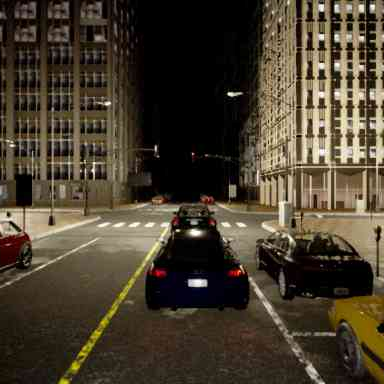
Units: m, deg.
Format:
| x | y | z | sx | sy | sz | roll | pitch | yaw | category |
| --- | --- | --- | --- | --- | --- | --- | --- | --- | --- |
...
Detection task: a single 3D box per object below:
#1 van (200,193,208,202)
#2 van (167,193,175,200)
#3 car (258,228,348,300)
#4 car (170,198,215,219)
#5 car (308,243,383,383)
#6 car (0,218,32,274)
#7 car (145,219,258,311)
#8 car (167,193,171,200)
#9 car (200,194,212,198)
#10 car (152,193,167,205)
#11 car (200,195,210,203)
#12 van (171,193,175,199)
| x | y | z | sx | sy | sz | roll | pitch | yaw | category |
| --- | --- | --- | --- | --- | --- | --- | --- | --- | --- |
| 2.637 | 1.243 | 74.479 | 1.690 | 1.788 | 3.998 | 0 | 0 | 0 | van |
| -5.755 | 1.197 | 91.533 | 1.690 | 1.788 | 3.998 | 0 | 0 | 0 | van |
| 2.685 | 1.549 | 8.166 | 2.008 | 1.369 | 4.403 | 0 | 0 | 0 | car |
| 0.086 | 1.345 | 16.454 | 2.097 | 1.767 | 4.553 | 0 | 0 | 0 | car |
| 2.689 | 1.525 | 2.668 | 1.752 | 1.417 | 4.829 | 0 | 0 | 0 | car |
| -5.695 | 1.438 | 8.158 | 1.967 | 1.590 | 4.097 | 0 | 0 | 0 | car |
| 0.096 | 1.562 | 7.821 | 1.994 | 1.385 | 4.181 | 0 | 0 | 0 | car |
| -5.764 | 1.245 | 63.107 | 2.192 | 1.841 | 5.009 | 0 | 0 | 0 | car |
| 2.745 | 1.383 | 57.427 | 1.967 | 1.590 | 4.097 | 0 | 0 | 0 | car |
| -5.826 | 1.383 | 57.421 | 1.967 | 1.590 | 4.097 | 0 | 0 | 0 | car |
| 2.641 | 1.356 | 68.794 | 1.967 | 1.590 | 4.097 | 0 | 0 | 0 | car |
| -5.747 | 1.229 | 80.162 | 1.690 | 1.788 | 3.998 | 0 | 0 | 0 | van |
